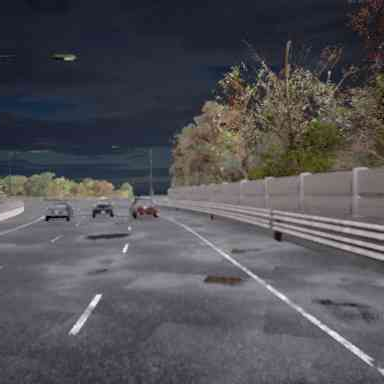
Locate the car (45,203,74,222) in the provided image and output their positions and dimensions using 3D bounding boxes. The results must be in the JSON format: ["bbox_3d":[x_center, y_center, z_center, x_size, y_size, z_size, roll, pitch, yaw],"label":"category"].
[{"bbox_3d":[-10.903,1.609,27.567,2.033,1.411,5.357,0,0,-15],"label":"car"}]

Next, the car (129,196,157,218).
[{"bbox_3d":[-4.592,1.378,30.659,2.097,1.767,4.553,0,0,-16],"label":"car"}]

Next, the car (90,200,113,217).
[{"bbox_3d":[-8.655,1.553,32.047,1.837,1.490,4.892,0,0,-17],"label":"car"}]
